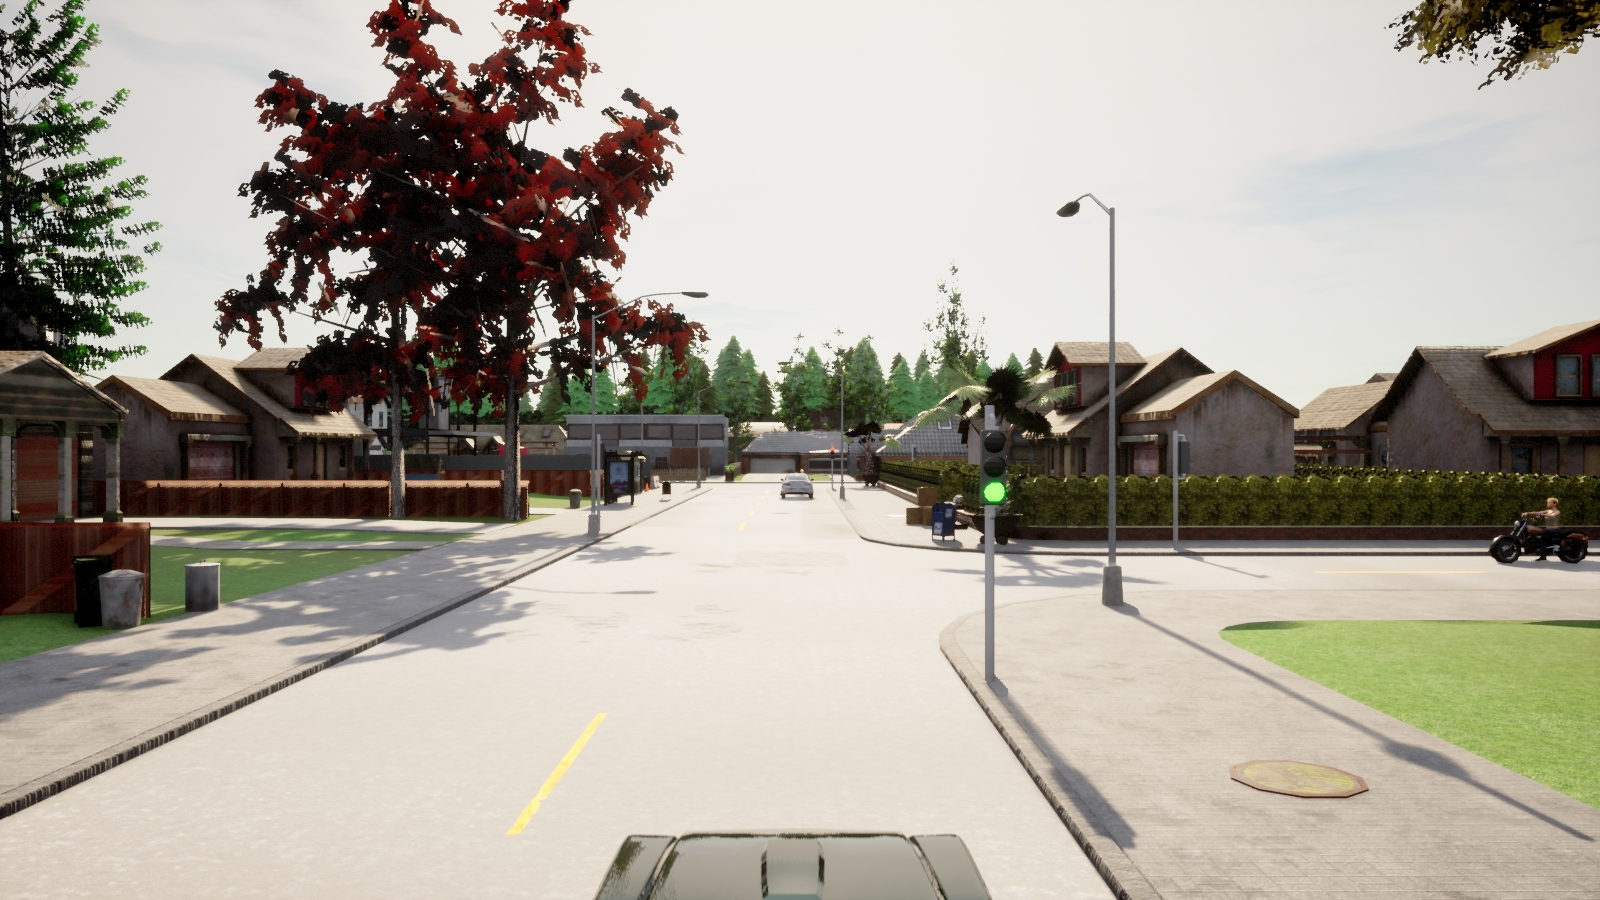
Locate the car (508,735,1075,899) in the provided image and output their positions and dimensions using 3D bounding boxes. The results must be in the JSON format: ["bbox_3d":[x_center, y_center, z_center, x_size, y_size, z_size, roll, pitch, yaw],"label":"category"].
[{"bbox_3d":[-0.029,2.155,3.664,1.895,1.301,4.718,0,0,0],"label":"car"}]

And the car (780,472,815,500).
[{"bbox_3d":[-0.164,2.081,66.907,2.002,1.442,4.674,0,0,0],"label":"car"}]

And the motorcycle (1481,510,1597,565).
[{"bbox_3d":[18.237,2.155,28.222,2.356,1.307,0.764,0,0,0],"label":"motorcycle"}]
